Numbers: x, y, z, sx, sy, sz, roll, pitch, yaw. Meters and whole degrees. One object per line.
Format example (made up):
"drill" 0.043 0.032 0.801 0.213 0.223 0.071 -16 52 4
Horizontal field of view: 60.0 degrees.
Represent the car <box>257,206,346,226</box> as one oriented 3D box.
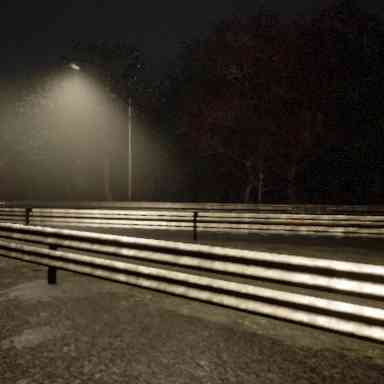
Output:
"car" 6.195 1.555 19.111 4.792 1.488 2.163 0 0 19
